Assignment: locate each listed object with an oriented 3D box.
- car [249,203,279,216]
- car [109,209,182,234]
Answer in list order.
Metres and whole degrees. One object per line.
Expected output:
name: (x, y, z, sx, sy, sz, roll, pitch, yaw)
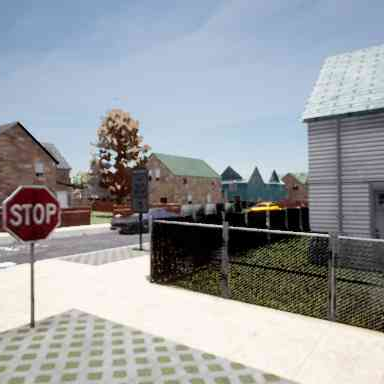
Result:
car: (7.848, 1.940, 36.282, 1.882, 1.535, 5.008, -2, -2, 35)
car: (-2.698, 1.800, 21.256, 2.033, 1.411, 5.357, -2, -2, 35)
